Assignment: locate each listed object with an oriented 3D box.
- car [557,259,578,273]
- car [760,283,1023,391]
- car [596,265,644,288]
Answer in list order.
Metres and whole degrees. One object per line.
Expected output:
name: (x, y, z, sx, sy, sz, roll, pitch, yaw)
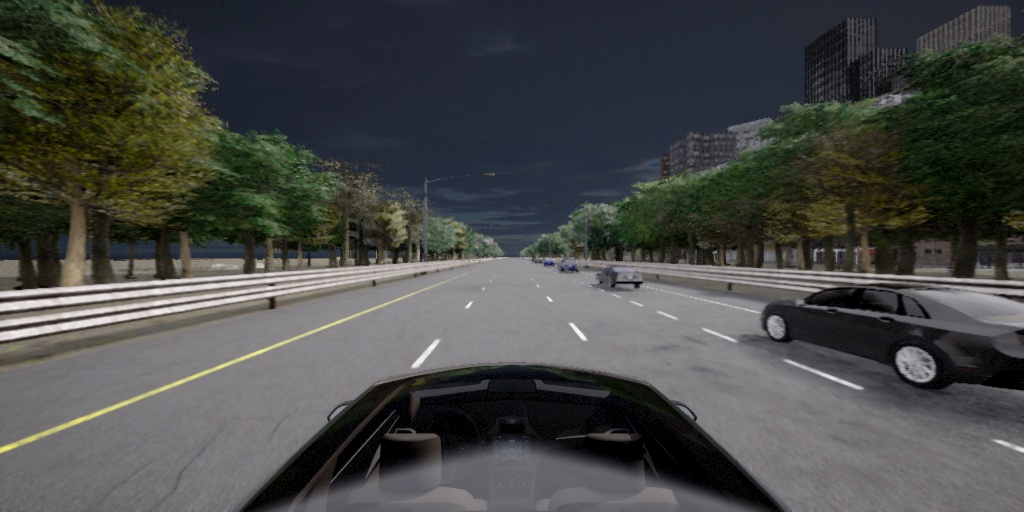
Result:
car: (7.042, 1.147, 45.661, 2.097, 1.767, 4.553, 0, 0, 0)
car: (6.998, 1.263, 6.819, 1.837, 1.490, 4.892, 0, 0, 0)
car: (6.997, 1.315, 23.777, 2.033, 1.411, 5.357, 0, 0, 0)
